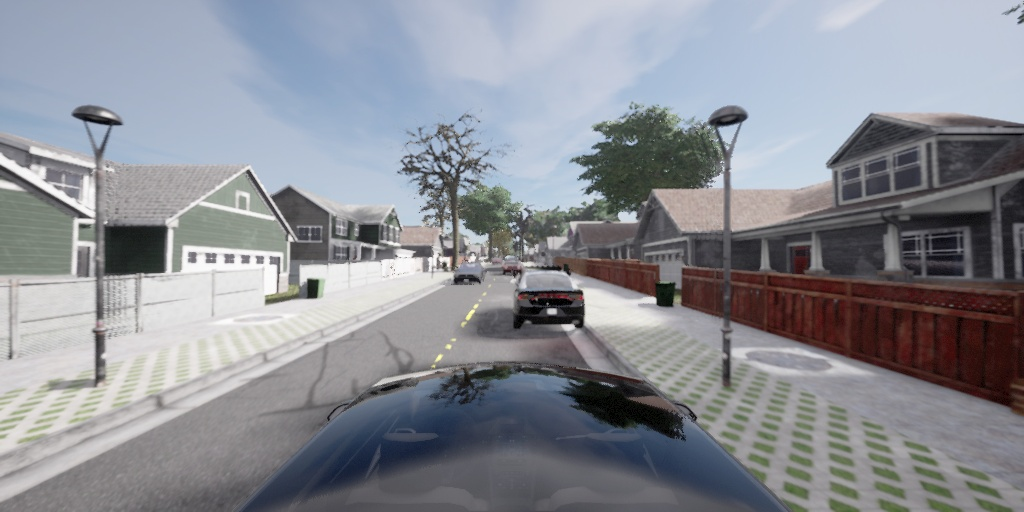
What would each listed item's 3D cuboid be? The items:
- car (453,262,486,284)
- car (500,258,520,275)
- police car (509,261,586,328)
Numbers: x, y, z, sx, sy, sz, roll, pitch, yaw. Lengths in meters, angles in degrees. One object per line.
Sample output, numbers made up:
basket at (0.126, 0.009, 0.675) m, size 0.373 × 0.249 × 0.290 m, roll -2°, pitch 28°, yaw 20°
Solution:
car at (-2.840, 1.138, 24.963) m, size 2.033 × 1.411 × 5.357 m, roll 0°, pitch 0°, yaw 0°
car at (0.062, 1.128, 35.353) m, size 1.895 × 1.301 × 4.718 m, roll 0°, pitch 0°, yaw 0°
police car at (0.965, 1.112, 11.208) m, size 1.930 × 1.638 × 5.238 m, roll 0°, pitch 0°, yaw 0°
